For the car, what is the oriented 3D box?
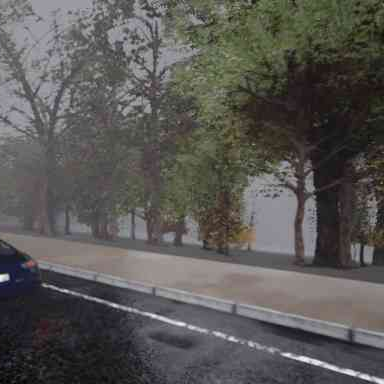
[{"bbox_3d":[-5.223,1.598,7.409,4.181,1.385,1.994,0,0,36],"label":"car"}]
